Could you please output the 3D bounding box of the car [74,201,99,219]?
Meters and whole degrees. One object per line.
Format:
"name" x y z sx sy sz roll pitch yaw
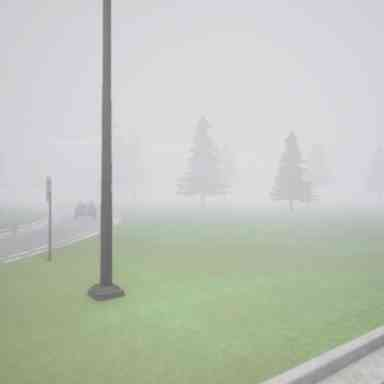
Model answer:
"car" -9.314 1.519 29.277 2.128 1.511 4.902 1 0 -17
